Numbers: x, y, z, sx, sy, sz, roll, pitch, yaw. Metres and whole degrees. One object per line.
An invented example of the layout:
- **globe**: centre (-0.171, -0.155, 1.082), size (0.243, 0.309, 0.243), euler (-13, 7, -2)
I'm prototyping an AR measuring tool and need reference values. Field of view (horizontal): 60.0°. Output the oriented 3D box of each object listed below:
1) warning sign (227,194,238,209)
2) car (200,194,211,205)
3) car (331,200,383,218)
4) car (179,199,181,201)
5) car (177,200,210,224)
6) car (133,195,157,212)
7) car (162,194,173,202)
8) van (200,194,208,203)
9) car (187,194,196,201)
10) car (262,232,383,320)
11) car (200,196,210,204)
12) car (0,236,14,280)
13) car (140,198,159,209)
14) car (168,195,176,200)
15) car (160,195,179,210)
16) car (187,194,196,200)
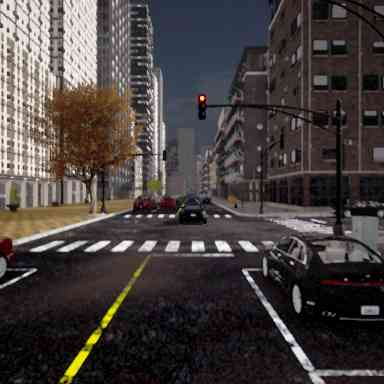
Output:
- **warning sign**: centre (5.049, 1.133, 41.710), size (1.300, 1.860, 1.060), euler (0, 0, 0)
- **car**: centre (2.661, 1.603, 61.675), size (1.947, 1.339, 4.313), euler (0, 0, 0)
- **car**: centre (13.412, 1.347, 26.606), size (4.403, 1.369, 2.008), euler (-1, 1, -1)
- **car**: centre (-3.094, 1.636, 60.497), size (1.895, 1.301, 4.718), euler (0, 0, 0)
- **car**: centre (0.083, 1.569, 25.077), size (1.994, 1.385, 4.181), euler (0, 0, 0)
- **car**: centre (-5.711, 1.331, 39.580), size (2.192, 1.841, 5.009), euler (0, 0, 0)
- **car**: centre (-5.728, 1.376, 78.240), size (2.192, 1.841, 5.009), euler (0, 0, 0)
- **van**: centre (2.655, 1.393, 72.721), size (1.690, 1.788, 3.998), euler (0, 0, 0)
- **car**: centre (-0.036, 1.268, 79.296), size (2.097, 1.767, 4.553), euler (0, 0, 0)
- **car**: centre (2.684, 1.551, 7.195), size (2.008, 1.369, 4.403), euler (0, 0, 0)
- **car**: centre (2.658, 1.569, 67.367), size (1.752, 1.417, 4.829), euler (0, 0, 0)
- **car**: centre (-5.696, 1.544, 7.192), size (1.887, 1.381, 4.507), euler (0, 0, 0)
- **car**: centre (-5.713, 1.587, 45.103), size (1.947, 1.339, 4.313), euler (0, 0, 0)
- **car**: centre (-5.735, 1.642, 94.809), size (2.008, 1.369, 4.403), euler (0, 0, 0)
- **car**: centre (-3.117, 1.497, 43.739), size (1.882, 1.535, 5.008), euler (0, 0, 0)
- **car**: centre (-0.033, 1.611, 69.286), size (1.994, 1.385, 4.181), euler (0, 0, 0)
